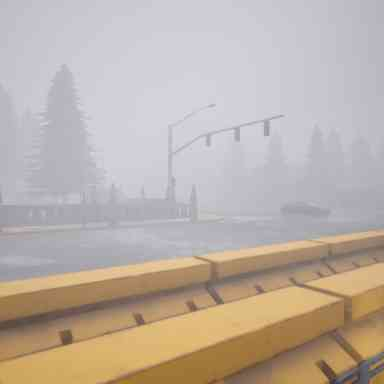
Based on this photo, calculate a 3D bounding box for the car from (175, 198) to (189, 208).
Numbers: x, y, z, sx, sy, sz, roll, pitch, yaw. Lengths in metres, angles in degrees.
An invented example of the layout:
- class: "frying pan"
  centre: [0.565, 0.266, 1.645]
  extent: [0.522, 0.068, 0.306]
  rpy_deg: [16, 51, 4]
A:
- class: "car"
  centre: [-2.055, 1.565, 46.713]
  extent: [1.994, 1.385, 4.181]
  rpy_deg: [0, 0, -35]

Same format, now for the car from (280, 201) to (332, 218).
- class: "car"
  centre: [10.267, 1.525, 30.280]
  extent: [1.812, 1.442, 4.674]
  rpy_deg: [0, 0, -42]
